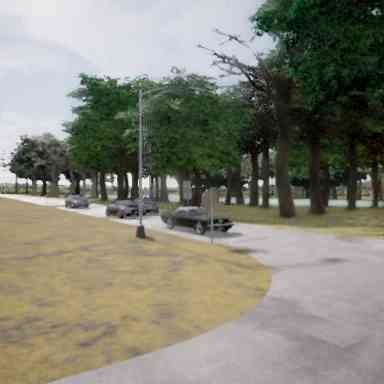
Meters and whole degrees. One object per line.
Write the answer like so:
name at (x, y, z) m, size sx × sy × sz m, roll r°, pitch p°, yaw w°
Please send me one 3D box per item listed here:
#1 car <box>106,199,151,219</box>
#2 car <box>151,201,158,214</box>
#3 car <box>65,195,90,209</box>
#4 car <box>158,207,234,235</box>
car at (-5.423, 1.362, 26.920) m, size 1.994 × 1.385 × 4.181 m, roll -1°, pitch 1°, yaw -36°
car at (-4.755, 1.300, 30.893) m, size 1.994 × 1.385 × 4.181 m, roll -1°, pitch 1°, yaw -34°
car at (-13.316, 1.131, 38.441) m, size 1.837 × 1.490 × 4.892 m, roll -1°, pitch 3°, yaw -35°
car at (0.209, 1.534, 18.795) m, size 1.895 × 1.301 × 4.718 m, roll -1°, pitch 1°, yaw -35°
